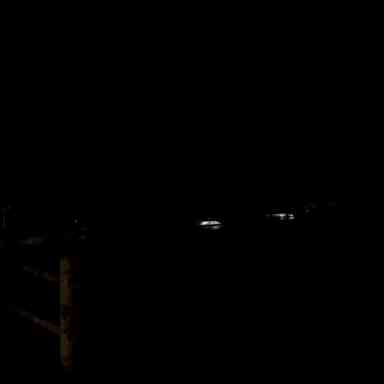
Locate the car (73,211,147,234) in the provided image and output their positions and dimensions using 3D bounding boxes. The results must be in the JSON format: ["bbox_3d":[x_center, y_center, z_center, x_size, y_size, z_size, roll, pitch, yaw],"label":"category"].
[{"bbox_3d":[-5.129,1.884,21.317,1.895,1.301,4.718,-1,-1,36],"label":"car"}]

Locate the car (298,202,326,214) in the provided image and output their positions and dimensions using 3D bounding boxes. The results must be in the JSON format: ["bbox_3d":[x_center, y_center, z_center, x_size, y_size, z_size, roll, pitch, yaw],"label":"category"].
[{"bbox_3d":[16.823,2.344,46.493,1.812,1.442,4.674,-1,-1,36],"label":"car"}]

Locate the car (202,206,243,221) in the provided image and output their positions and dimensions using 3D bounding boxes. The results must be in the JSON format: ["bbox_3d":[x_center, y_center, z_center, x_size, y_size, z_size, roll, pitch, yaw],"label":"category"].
[{"bbox_3d":[3.125,2.067,32.663,2.033,1.411,5.357,-1,-1,36],"label":"car"}]

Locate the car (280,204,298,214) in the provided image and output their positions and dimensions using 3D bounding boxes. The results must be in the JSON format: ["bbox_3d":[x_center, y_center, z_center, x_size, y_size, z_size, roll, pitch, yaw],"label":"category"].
[{"bbox_3d":[14.325,2.440,47.921,1.895,1.301,4.718,-1,-1,36],"label":"car"}]

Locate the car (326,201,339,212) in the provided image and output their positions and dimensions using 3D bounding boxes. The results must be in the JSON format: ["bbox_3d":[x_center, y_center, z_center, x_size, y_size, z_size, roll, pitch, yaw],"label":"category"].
[{"bbox_3d":[22.582,2.338,54.413,2.097,1.767,4.553,-1,-1,37],"label":"car"}]
